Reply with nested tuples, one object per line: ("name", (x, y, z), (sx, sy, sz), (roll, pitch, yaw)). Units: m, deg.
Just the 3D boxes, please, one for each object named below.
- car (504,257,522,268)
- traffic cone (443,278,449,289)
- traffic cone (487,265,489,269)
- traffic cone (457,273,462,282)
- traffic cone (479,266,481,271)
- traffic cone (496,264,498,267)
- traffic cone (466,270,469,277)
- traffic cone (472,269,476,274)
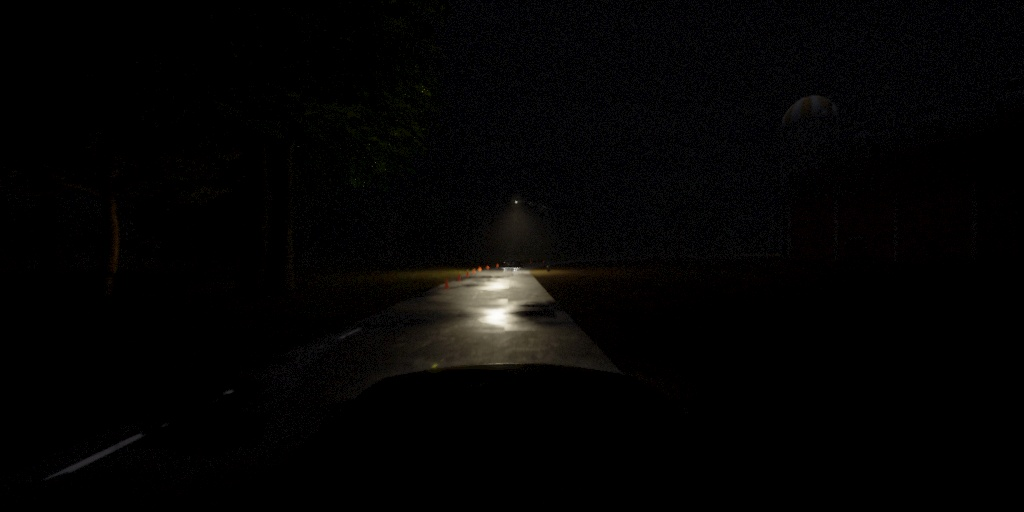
("car", (0.205, 0.879, 52.208), (1.837, 1.490, 4.892), (0, 1, 16))
("traffic cone", (-3.847, 1.613, 21.160), (0.340, 0.580, 0.340), (0, 0, 0))
("traffic cone", (-3.143, 1.399, 46.501), (0.340, 0.580, 0.340), (0, 0, 9))
("traffic cone", (-3.846, 1.572, 26.160), (0.340, 0.580, 0.340), (0, 0, 0))
("traffic cone", (-3.714, 1.445, 41.320), (0.340, 0.580, 0.340), (0, 0, 4))
("traffic cone", (-2.126, 1.341, 51.614), (0.340, 0.580, 0.340), (0, 0, 14))
("traffic cone", (-3.846, 1.530, 31.160), (0.340, 0.580, 0.340), (0, 0, 0))
("traffic cone", (-3.845, 1.488, 36.160), (0.340, 0.580, 0.340), (0, 0, 0))
